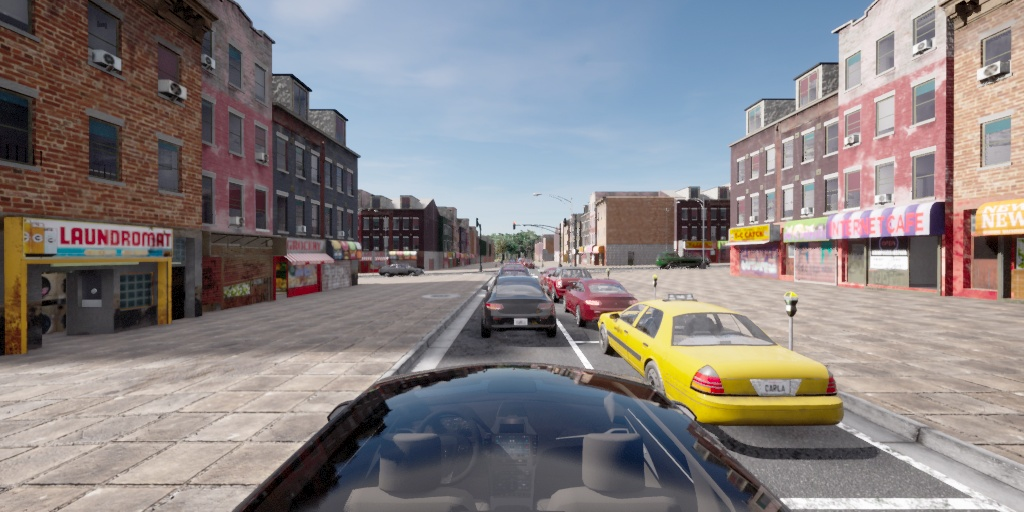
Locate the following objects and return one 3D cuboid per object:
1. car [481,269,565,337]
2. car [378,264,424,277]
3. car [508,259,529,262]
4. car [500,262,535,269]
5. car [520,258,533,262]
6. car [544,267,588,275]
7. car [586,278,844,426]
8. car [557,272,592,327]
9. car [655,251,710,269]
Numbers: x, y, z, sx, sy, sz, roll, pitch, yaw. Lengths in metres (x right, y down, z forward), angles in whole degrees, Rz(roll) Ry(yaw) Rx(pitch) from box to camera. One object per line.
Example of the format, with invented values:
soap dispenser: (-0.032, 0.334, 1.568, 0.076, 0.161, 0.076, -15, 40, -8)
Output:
car: (0.117, 1.277, 10.164, 1.812, 1.442, 4.674, 0, 0, -2)
car: (-12.214, 1.624, 39.659, 4.902, 1.511, 2.128, -2, 0, 0)
car: (0.101, 1.248, 27.092, 1.882, 1.535, 5.008, 0, 0, 0)
car: (0.111, 1.248, 17.532, 2.128, 1.511, 4.902, 0, 0, 0)
car: (2.720, 1.316, 59.465, 1.967, 1.591, 4.097, 0, 0, 0)
car: (2.658, 1.195, 16.658, 1.967, 1.591, 4.097, 0, 0, 0)
car: (2.642, 1.275, 5.895, 1.751, 1.417, 4.829, 0, 0, 0)
car: (2.650, 1.334, 11.192, 1.802, 1.307, 4.207, 0, 0, 0)
car: (18.767, 0.483, 39.672, 5.566, 2.045, 2.150, -1, 0, 0)
